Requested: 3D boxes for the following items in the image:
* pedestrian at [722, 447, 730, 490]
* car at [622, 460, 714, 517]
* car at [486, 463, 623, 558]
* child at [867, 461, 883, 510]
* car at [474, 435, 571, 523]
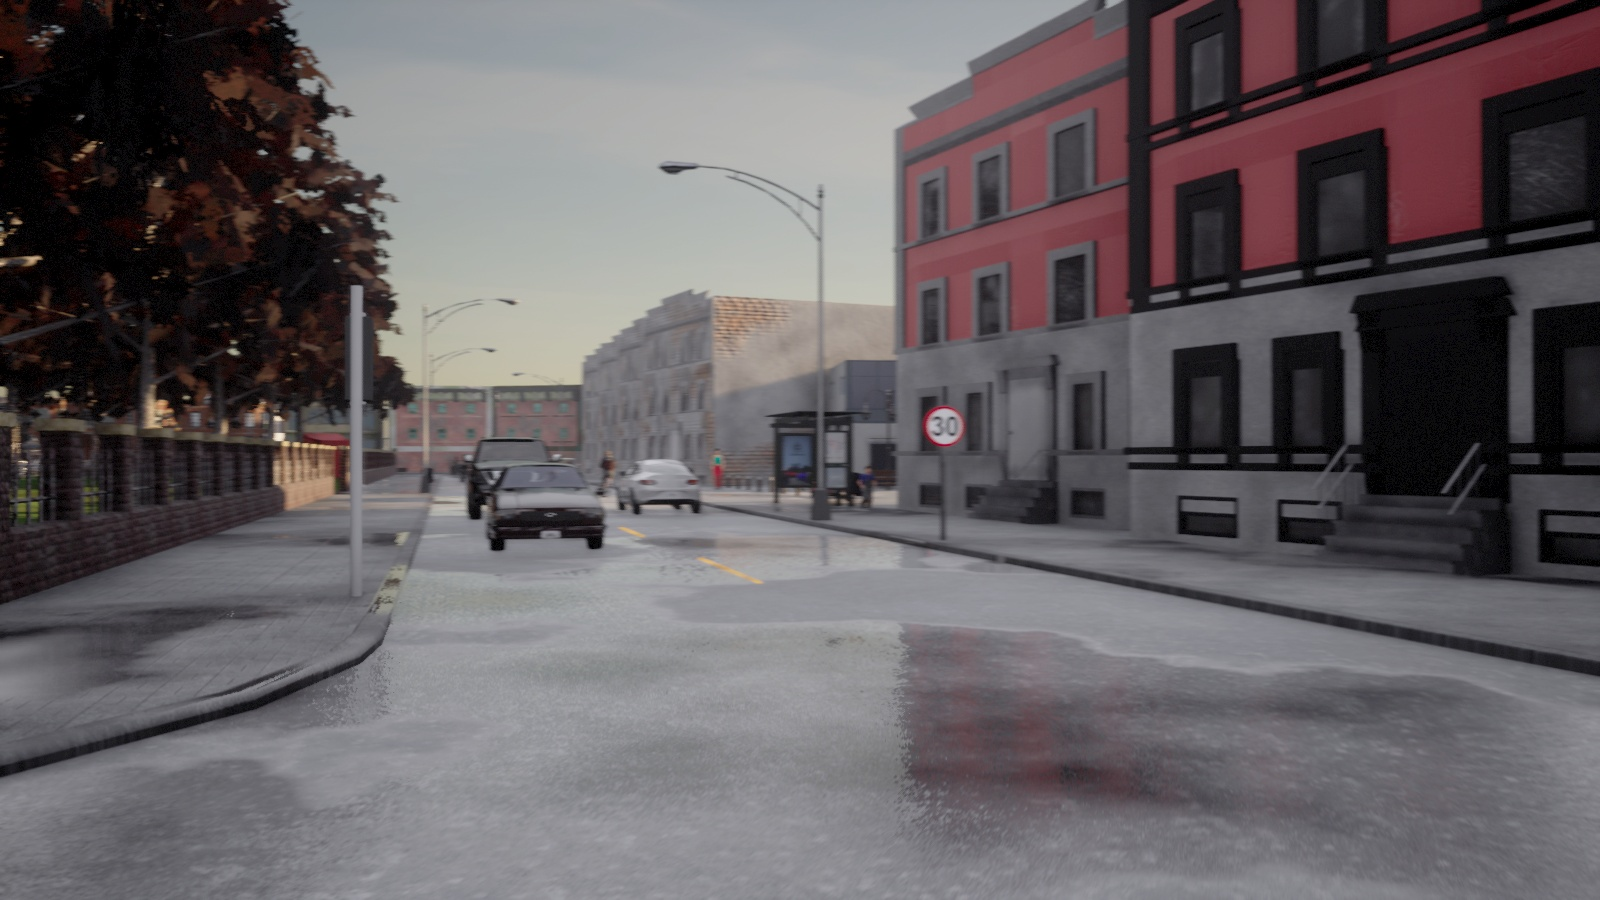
[{"bbox_3d":[-3.198,0.798,54.382,0.345,1.836,0.594,0,0,-2],"label":"pedestrian"},{"bbox_3d":[-3.717,0.998,34.630,1.812,1.442,4.674,0,0,-15],"label":"car"},{"bbox_3d":[-4.415,0.947,21.934,2.033,1.411,5.357,0,0,-15],"label":"car"},{"bbox_3d":[1.968,0.925,32.948,0.270,1.263,0.437,0,0,-17],"label":"child"},{"bbox_3d":[-7.222,0.694,32.255,2.150,2.045,5.566,0,0,-15],"label":"car"}]
